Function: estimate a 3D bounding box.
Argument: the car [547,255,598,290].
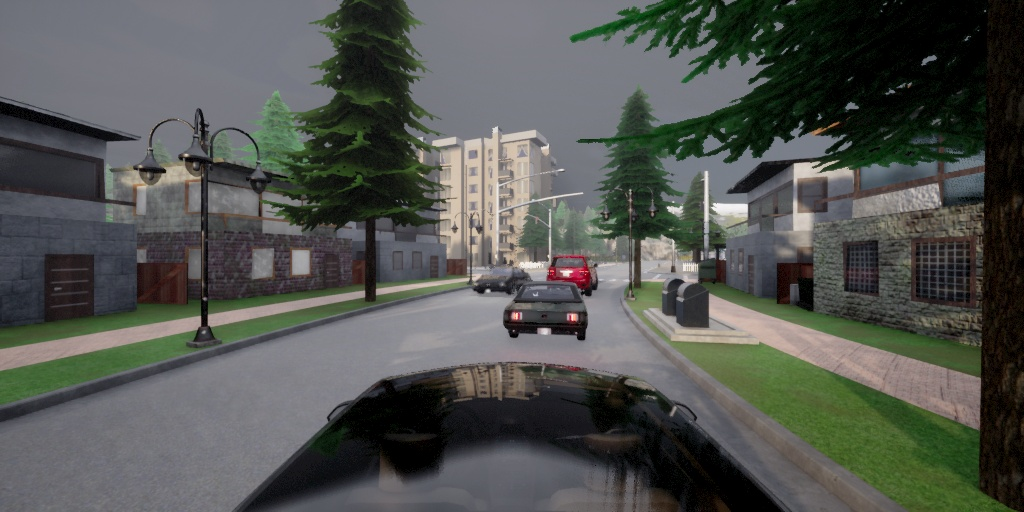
[{"bbox_3d":[3.376,0.971,19.486,2.150,2.045,5.566,0,0,18],"label":"car"}]

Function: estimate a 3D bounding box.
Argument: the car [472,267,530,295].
[{"bbox_3d":[-0.346,1.298,19.814,2.033,1.411,5.357,0,0,18],"label":"car"}]

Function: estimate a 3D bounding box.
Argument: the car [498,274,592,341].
[{"bbox_3d":[1.074,1.351,9.992,1.895,1.301,4.718,0,0,9],"label":"car"}]
